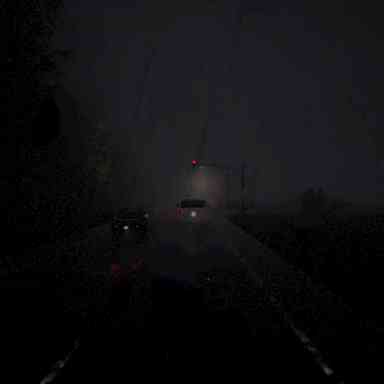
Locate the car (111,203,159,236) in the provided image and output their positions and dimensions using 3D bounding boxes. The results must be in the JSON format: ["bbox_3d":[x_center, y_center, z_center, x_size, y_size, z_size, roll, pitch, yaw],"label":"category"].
[{"bbox_3d":[-3.408,1.659,19.640,2.128,1.511,4.902,0,-1,0],"label":"car"}]

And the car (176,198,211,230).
[{"bbox_3d":[0.090,1.415,22.705,2.150,2.045,5.566,0,-1,0],"label":"car"}]

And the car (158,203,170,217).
[{"bbox_3d":[-3.414,1.858,34.580,1.994,1.385,4.181,0,0,0],"label":"car"}]
